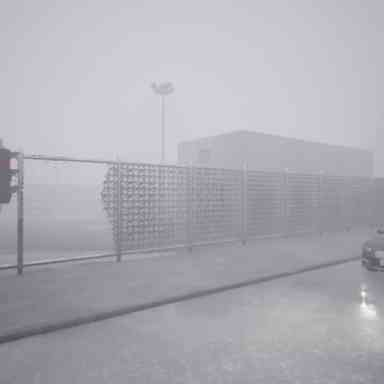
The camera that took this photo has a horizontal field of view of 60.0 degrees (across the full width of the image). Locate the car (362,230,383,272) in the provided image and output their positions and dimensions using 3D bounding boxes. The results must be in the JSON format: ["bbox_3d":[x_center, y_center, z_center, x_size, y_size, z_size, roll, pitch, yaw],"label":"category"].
[{"bbox_3d":[6.875,1.543,9.811,4.902,1.511,2.128,0,0,-37],"label":"car"}]
